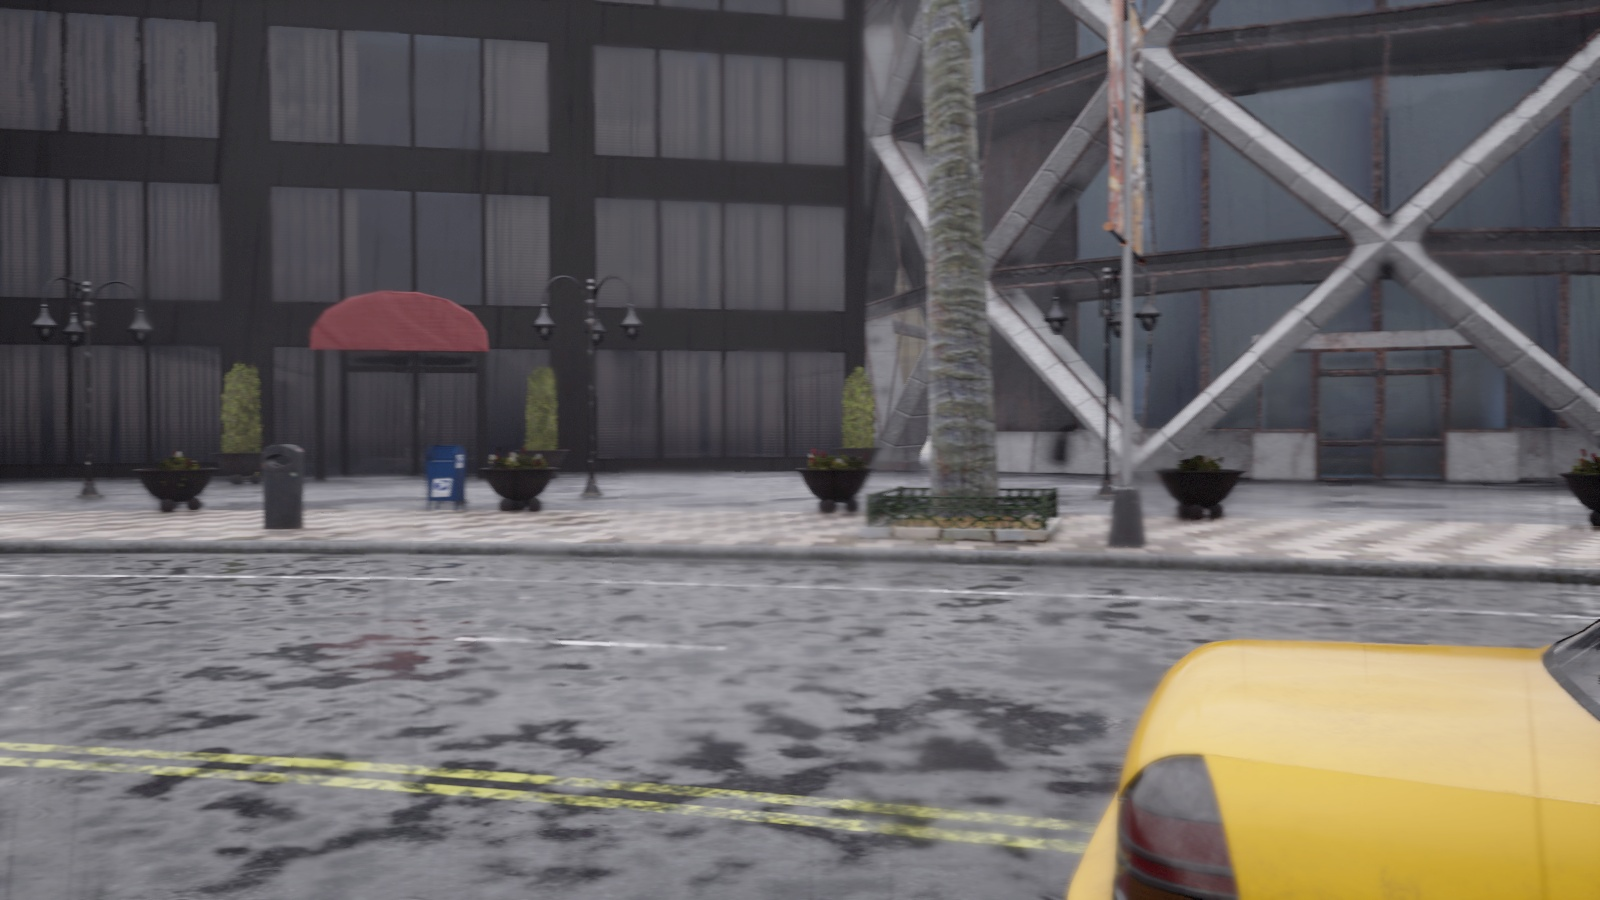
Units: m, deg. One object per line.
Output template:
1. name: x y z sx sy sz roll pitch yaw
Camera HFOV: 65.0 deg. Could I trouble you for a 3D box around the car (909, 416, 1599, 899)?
1. car: 3.022 0.738 2.094 5.366 1.575 1.801 1 1 22
